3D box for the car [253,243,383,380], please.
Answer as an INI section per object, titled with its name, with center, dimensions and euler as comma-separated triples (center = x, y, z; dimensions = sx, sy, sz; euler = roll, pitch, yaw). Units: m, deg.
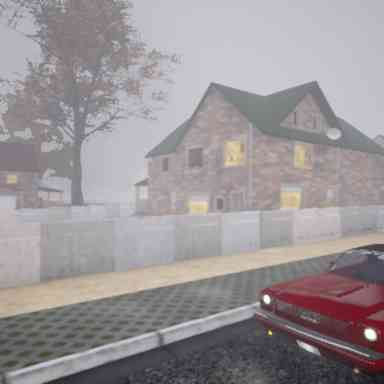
[car]
center = 3.218, 1.606, 5.395
dimensions = 4.718, 1.301, 1.895
euler = 0, 0, -36
